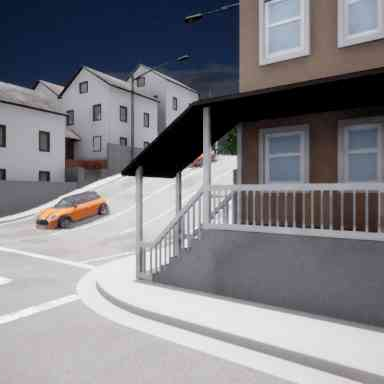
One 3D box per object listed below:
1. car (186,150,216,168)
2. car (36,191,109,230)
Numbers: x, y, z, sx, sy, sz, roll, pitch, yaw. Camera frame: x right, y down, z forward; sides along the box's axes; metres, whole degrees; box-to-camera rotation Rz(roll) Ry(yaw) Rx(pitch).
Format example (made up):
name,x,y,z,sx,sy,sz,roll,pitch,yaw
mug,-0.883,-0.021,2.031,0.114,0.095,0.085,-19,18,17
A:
name,x,y,z,sx,sy,sz,roll,pitch,yaw
car,0.426,-3.453,32.810,2.097,1.767,4.553,0,14,35
car,-7.572,1.061,21.109,2.097,1.767,4.553,0,12,34
